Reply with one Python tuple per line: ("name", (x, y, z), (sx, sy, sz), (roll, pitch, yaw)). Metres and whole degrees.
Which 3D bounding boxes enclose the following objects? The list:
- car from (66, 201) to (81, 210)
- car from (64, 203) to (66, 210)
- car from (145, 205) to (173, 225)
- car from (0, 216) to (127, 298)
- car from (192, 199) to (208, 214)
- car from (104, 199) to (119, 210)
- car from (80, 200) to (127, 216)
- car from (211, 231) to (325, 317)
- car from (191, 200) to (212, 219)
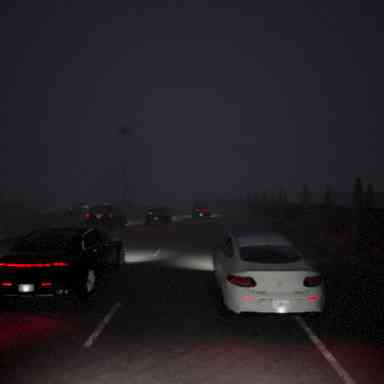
("car", (-16.829, 2.252, 49.880), (1.837, 1.490, 4.892), (0, -1, -4))
("car", (-21.362, 2.378, 59.321), (1.882, 1.535, 5.008), (0, -1, -9))
("car", (-2.690, 1.855, 27.878), (2.128, 1.511, 4.902), (0, -1, 1))
("car", (-3.149, 1.637, 8.866), (1.837, 1.490, 4.892), (0, -1, 1))
("car", (1.017, 1.891, 44.494), (2.097, 1.767, 4.553), (0, -1, 0))
("car", (-14.249, 2.191, 58.925), (2.097, 1.767, 4.553), (0, -1, -9))
("car", (-6.267, 1.704, 24.673), (2.097, 1.767, 4.553), (0, -1, 1))
("car", (1.444, 1.605, 7.487), (1.812, 1.442, 4.674), (0, -1, 1))
("car", (0.915, 1.911, 33.604), (1.837, 1.490, 4.892), (0, -1, 2))
